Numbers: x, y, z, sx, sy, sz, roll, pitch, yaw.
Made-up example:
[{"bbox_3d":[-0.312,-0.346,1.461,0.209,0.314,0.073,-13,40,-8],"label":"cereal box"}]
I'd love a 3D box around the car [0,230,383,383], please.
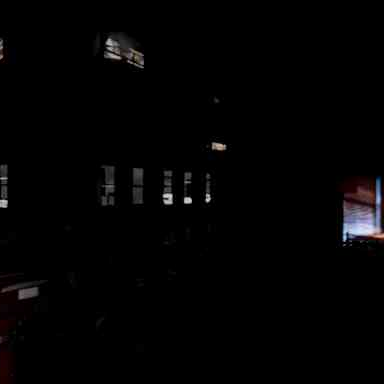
[{"bbox_3d":[0.641,1.303,2.439,5.009,1.841,2.192,1,0,36],"label":"car"}]
